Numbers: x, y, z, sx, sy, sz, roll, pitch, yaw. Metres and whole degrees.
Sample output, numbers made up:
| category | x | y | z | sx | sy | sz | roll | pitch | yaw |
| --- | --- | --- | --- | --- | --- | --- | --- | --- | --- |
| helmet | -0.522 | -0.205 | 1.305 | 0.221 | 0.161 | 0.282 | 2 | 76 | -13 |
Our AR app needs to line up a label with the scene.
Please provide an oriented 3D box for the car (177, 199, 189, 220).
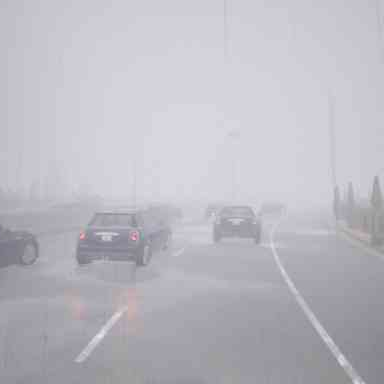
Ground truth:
| category | x | y | z | sx | sy | sz | roll | pitch | yaw |
| --- | --- | --- | --- | --- | --- | --- | --- | --- | --- |
| car | -2.117 | 1.533 | 26.395 | 1.837 | 1.490 | 4.892 | 0 | 0 | 18 |

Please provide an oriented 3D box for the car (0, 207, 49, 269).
| category | x | y | z | sx | sy | sz | roll | pitch | yaw |
| --- | --- | --- | --- | --- | --- | --- | --- | --- | --- |
| car | -6.061 | 1.333 | 8.716 | 2.097 | 1.767 | 4.553 | 0 | 0 | 7 |

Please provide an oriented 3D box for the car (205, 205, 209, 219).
| category | x | y | z | sx | sy | sz | roll | pitch | yaw |
| --- | --- | --- | --- | --- | --- | --- | --- | --- | --- |
| car | 2.584 | 1.552 | 29.201 | 1.837 | 1.490 | 4.892 | 0 | 0 | 21 |

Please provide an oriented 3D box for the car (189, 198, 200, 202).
| category | x | y | z | sx | sy | sz | roll | pitch | yaw |
| --- | --- | --- | --- | --- | --- | --- | --- | --- | --- |
| car | -0.072 | 1.731 | 54.717 | 1.994 | 1.385 | 4.181 | 0 | -1 | 34 |

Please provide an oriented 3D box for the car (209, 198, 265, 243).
| category | x | y | z | sx | sy | sz | roll | pitch | yaw |
| --- | --- | --- | --- | --- | --- | --- | --- | --- | --- |
| car | 2.385 | 1.368 | 16.524 | 2.097 | 1.767 | 4.553 | 0 | 0 | 13 |

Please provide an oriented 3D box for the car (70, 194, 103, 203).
| category | x | y | z | sx | sy | sz | roll | pitch | yaw |
| --- | --- | --- | --- | --- | --- | --- | --- | --- | --- |
| car | -12.654 | 1.276 | 38.663 | 2.150 | 2.045 | 5.566 | 0 | 0 | 23 |

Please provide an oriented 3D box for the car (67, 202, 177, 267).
| category | x | y | z | sx | sy | sz | roll | pitch | yaw |
| --- | --- | --- | --- | --- | --- | --- | --- | --- | --- |
| car | -2.128 | 1.349 | 11.640 | 2.097 | 1.767 | 4.553 | 0 | 0 | 9 |

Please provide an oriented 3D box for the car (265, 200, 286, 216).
| category | x | y | z | sx | sy | sz | roll | pitch | yaw |
| --- | --- | --- | --- | --- | --- | --- | --- | --- | --- |
| car | 8.330 | 1.550 | 33.778 | 1.882 | 1.535 | 5.008 | 0 | 0 | 25 |

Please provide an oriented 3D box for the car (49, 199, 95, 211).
| category | x | y | z | sx | sy | sz | roll | pitch | yaw |
| --- | --- | --- | --- | --- | --- | --- | --- | --- | --- |
| car | -9.894 | 1.515 | 25.615 | 1.837 | 1.490 | 4.892 | 0 | 0 | 17 |
